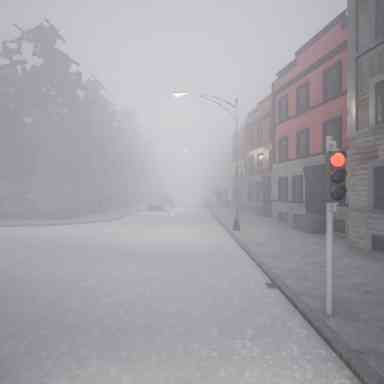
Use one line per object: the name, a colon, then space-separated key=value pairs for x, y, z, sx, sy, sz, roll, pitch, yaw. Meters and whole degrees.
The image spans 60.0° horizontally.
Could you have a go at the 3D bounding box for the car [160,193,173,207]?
car: x=-4.122 y=1.223 z=52.900 sx=2.150 sy=2.045 sz=5.566 roll=0 pitch=0 yaw=0

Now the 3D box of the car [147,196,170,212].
car: x=-4.121 y=1.547 z=39.391 sx=2.033 sy=1.411 sz=5.357 roll=0 pitch=0 yaw=0
